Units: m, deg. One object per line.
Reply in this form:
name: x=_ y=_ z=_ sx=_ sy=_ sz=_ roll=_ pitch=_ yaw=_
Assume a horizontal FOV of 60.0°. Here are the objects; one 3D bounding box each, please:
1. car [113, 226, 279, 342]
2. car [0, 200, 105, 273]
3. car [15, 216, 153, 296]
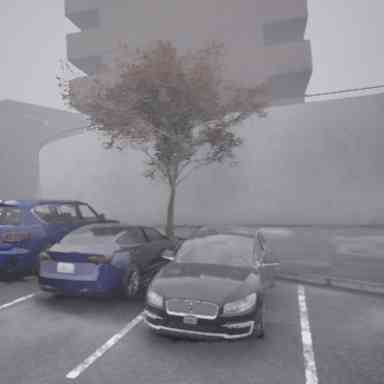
car: x=0.653 y=1.503 z=6.854 sx=2.231 sy=1.521 sz=4.892 roll=1 pitch=-1 yaw=16
car: x=-4.224 y=1.257 z=10.411 sx=2.435 sy=2.045 sz=5.566 roll=0 pitch=-1 yaw=16
car: x=-1.781 y=1.535 z=8.643 sx=2.163 sy=1.488 sz=4.792 roll=0 pitch=-1 yaw=16
